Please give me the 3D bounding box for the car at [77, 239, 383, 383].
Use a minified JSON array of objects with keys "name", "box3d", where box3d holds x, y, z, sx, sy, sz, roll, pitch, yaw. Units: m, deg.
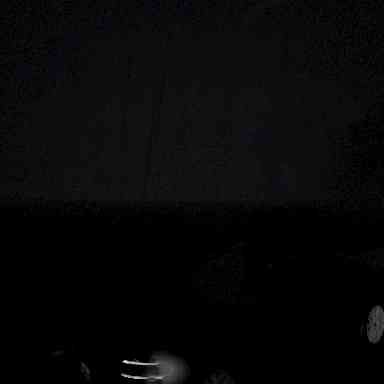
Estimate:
[{"name":"car","box3d":[0.972,1.502,4.748,5.008,1.535,1.882,0,0,-36]}]
